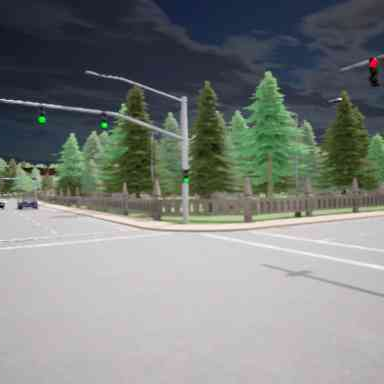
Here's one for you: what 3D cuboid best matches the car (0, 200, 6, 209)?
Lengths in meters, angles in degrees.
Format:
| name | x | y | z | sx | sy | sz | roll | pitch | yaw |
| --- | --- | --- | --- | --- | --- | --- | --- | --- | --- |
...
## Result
| name | x | y | z | sx | sy | sz | roll | pitch | yaw |
| --- | --- | --- | --- | --- | --- | --- | --- | --- | --- |
| car | -26.726 | 1.704 | 45.650 | 1.895 | 1.301 | 4.718 | -1 | 0 | -32 |

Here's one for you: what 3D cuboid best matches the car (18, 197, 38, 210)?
| name | x | y | z | sx | sy | sz | roll | pitch | yaw |
| --- | --- | --- | --- | --- | --- | --- | --- | --- | --- |
| car | -21.961 | 1.389 | 44.472 | 2.097 | 1.767 | 4.553 | -1 | 0 | -32 |
